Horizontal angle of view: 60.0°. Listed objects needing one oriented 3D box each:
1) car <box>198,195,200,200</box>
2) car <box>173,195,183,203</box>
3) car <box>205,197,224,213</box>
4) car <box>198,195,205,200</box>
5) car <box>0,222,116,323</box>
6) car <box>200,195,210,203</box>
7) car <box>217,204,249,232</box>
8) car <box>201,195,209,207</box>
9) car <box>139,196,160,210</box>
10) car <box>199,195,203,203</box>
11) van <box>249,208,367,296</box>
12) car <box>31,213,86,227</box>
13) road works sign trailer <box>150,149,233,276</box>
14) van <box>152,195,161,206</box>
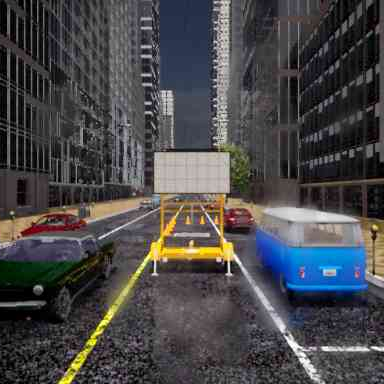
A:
[{"bbox_3d":[2.684,1.422,65.268,1.967,1.590,4.097,0,0,0],"label":"car"},{"bbox_3d":[-3.008,1.464,71.220,2.128,1.511,4.902,0,0,0],"label":"car"},{"bbox_3d":[2.687,1.587,36.806,1.802,1.307,4.206,0,0,0],"label":"car"},{"bbox_3d":[2.682,1.479,93.731,1.887,1.381,4.507,0,0,0],"label":"car"},{"bbox_3d":[-3.100,1.602,7.280,1.895,1.301,4.718,0,0,0],"label":"car"},{"bbox_3d":[2.684,1.414,70.961,1.967,1.590,4.097,0,0,0],"label":"car"},{"bbox_3d":[2.688,1.585,19.728,1.802,1.307,4.206,0,0,0],"label":"car"},{"bbox_3d":[2.686,1.553,48.191,2.008,1.369,4.403,0,0,0],"label":"car"},{"bbox_3d":[-5.695,1.555,42.501,2.008,1.369,4.403,0,0,0],"label":"car"},{"bbox_3d":[2.685,1.548,53.883,2.008,1.369,4.403,0,0,0],"label":"car"},{"bbox_3d":[2.689,1.342,8.344,1.690,1.788,3.998,0,0,0],"label":"van"},{"bbox_3d":[-5.692,1.584,14.038,1.802,1.307,4.206,0,0,0],"label":"car"},{"bbox_3d":[-0.001,0.466,10.363,2.380,3.560,2.880,0,0,0],"label":"road works sign trailer"},{"bbox_3d":[-5.695,1.338,53.886,1.690,1.788,3.998,0,0,0],"label":"van"}]
